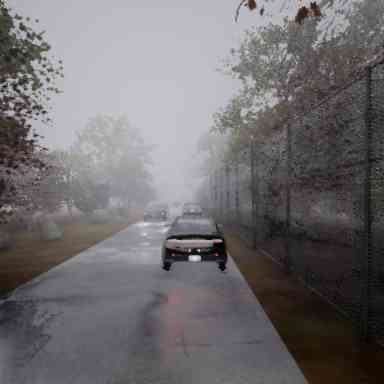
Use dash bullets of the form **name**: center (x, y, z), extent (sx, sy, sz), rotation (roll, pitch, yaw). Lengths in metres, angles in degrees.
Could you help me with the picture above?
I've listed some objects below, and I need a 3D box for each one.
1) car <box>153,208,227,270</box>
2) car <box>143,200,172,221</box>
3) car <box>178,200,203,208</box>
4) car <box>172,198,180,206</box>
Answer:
- **car**: center (0.077, 1.518, 11.134), extent (2.128, 1.511, 4.902), rotation (0, 0, 0)
- **car**: center (-2.914, 1.577, 27.589), extent (1.837, 1.490, 4.892), rotation (0, 0, 0)
- **car**: center (0.024, 1.637, 30.459), extent (2.033, 1.411, 5.357), rotation (0, 0, 0)
- **car**: center (-3.103, 2.059, 68.299), extent (2.097, 1.767, 4.553), rotation (0, -1, 0)
